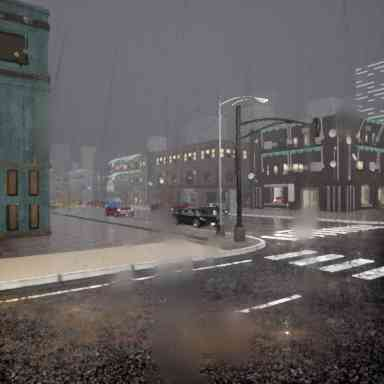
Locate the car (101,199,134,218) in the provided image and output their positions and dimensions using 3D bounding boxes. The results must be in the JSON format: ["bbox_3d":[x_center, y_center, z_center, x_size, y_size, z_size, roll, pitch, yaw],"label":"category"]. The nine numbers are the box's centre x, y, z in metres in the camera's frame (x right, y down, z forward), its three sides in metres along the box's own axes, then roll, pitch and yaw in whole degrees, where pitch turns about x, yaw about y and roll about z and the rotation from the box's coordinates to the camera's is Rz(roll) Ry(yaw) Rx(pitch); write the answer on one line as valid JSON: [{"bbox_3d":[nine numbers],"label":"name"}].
[{"bbox_3d":[-7.787,1.846,35.533,1.967,1.590,4.097,-1,0,-35],"label":"car"}]

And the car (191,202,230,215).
[{"bbox_3d":[2.252,1.810,35.859,2.008,1.369,4.403,-2,0,-35],"label":"car"}]

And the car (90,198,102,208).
[{"bbox_3d":[-16.942,1.940,62.965,2.192,1.841,5.009,-1,0,-35],"label":"car"}]

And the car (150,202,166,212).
[{"bbox_3d":[-4.142,1.966,44.894,1.802,1.307,4.206,-1,0,-35],"label":"car"}]

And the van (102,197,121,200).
[{"bbox_3d":[-13.743,1.907,58.447,1.690,1.788,3.998,-1,0,-35],"label":"van"}]

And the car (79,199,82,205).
[{"bbox_3d":[-26.530,2.364,76.519,1.947,1.339,4.313,-1,0,-35],"label":"car"}]

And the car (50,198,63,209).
[{"bbox_3d":[-23.677,2.233,57.983,1.752,1.417,4.829,-1,0,-35],"label":"car"}]

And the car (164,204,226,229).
[{"bbox_3d":[0.134,1.814,24.137,1.947,1.339,4.313,-1,0,-35],"label":"car"}]

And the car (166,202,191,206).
[{"bbox_3d":[-0.945,1.904,40.377,1.802,1.307,4.206,-2,0,-35],"label":"car"}]

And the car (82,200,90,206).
[{"bbox_3d":[-20.134,2.228,67.483,1.887,1.381,4.507,-1,0,-35],"label":"car"}]
